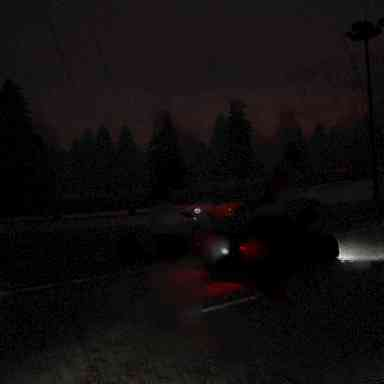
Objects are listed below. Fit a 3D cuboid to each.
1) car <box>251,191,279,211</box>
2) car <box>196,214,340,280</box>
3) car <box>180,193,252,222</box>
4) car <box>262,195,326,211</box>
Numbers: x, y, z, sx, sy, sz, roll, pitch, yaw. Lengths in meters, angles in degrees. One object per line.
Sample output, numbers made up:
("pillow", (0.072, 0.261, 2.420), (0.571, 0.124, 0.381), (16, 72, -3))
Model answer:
("car", (5.834, 0.718, 29.646), (4.902, 1.511, 2.128), (-5, 3, -35))
("car", (2.460, 1.473, 9.801), (4.181, 1.385, 1.994), (-1, 1, -35))
("car", (1.403, 1.058, 22.190), (4.553, 1.767, 2.097), (-3, 2, -35))
("car", (7.019, 1.034, 21.895), (4.181, 1.385, 1.994), (-4, 3, -35))
